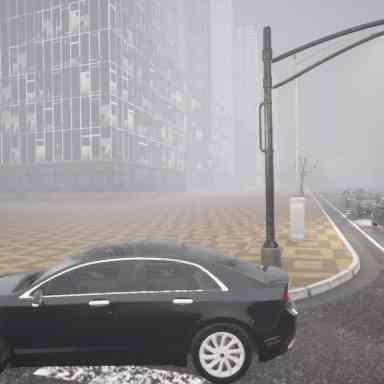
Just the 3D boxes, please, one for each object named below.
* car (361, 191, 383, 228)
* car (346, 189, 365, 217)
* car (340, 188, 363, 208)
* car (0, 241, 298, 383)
[{"bbox_3d":[9.065,0.928,14.380,2.128,1.511,4.902,-1,2,18],"label":"car"},{"bbox_3d":[11.122,0.759,20.671,1.994,1.385,4.181,-1,2,17],"label":"car"},{"bbox_3d":[13.125,0.454,26.732,2.128,1.511,4.902,-1,2,18],"label":"car"},{"bbox_3d":[-1.039,1.505,4.758,4.892,1.490,1.837,0,0,0],"label":"car"}]
